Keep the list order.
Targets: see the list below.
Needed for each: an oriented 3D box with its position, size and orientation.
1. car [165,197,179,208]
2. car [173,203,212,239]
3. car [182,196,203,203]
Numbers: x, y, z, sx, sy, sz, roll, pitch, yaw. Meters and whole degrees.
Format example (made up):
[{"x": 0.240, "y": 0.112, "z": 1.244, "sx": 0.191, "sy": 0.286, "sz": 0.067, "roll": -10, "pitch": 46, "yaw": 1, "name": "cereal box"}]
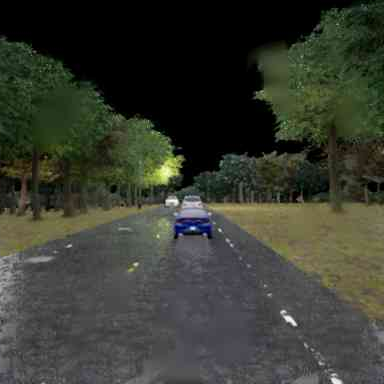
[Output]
[{"x": -3.604, "y": 1.850, "z": 60.920, "sx": 2.150, "sy": 2.045, "sz": 5.566, "roll": 0, "pitch": -1, "yaw": 0, "name": "car"}, {"x": 0.045, "y": 1.572, "z": 18.114, "sx": 1.882, "sy": 1.535, "sz": 5.008, "roll": 0, "pitch": 0, "yaw": 0, "name": "car"}, {"x": 0.022, "y": 1.506, "z": 37.625, "sx": 2.150, "sy": 2.045, "sz": 5.566, "roll": 0, "pitch": -1, "yaw": 0, "name": "car"}]
